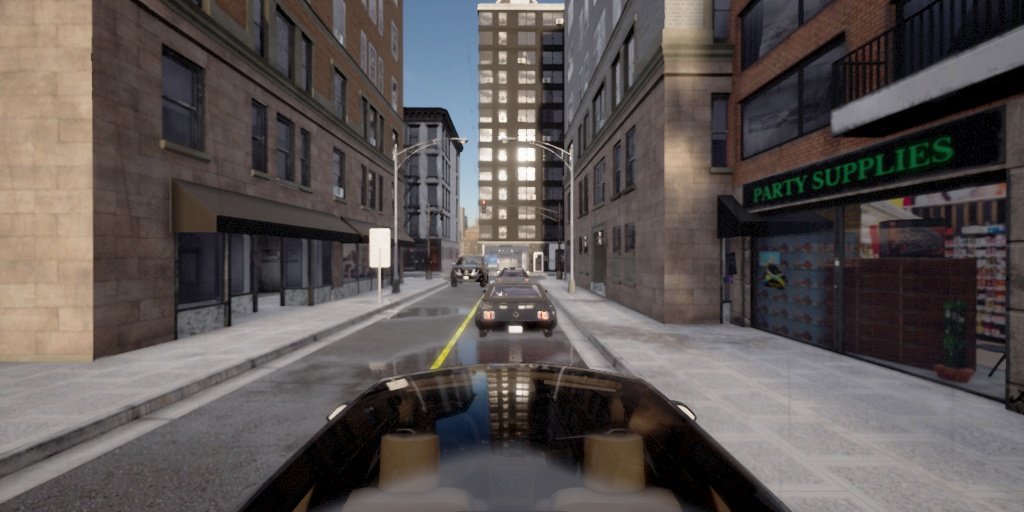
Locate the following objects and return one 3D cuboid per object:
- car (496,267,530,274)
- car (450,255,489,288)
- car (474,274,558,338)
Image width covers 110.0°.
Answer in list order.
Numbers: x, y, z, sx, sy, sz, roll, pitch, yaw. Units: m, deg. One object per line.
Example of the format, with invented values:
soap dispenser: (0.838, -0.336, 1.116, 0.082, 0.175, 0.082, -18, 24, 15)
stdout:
car: (0.070, 1.315, 20.173, 1.994, 1.385, 4.181, 0, 0, 0)
car: (-2.776, 0.974, 24.490, 2.150, 2.045, 5.566, 0, 0, 0)
car: (0.090, 1.351, 10.205, 1.895, 1.301, 4.718, 0, 0, 0)
